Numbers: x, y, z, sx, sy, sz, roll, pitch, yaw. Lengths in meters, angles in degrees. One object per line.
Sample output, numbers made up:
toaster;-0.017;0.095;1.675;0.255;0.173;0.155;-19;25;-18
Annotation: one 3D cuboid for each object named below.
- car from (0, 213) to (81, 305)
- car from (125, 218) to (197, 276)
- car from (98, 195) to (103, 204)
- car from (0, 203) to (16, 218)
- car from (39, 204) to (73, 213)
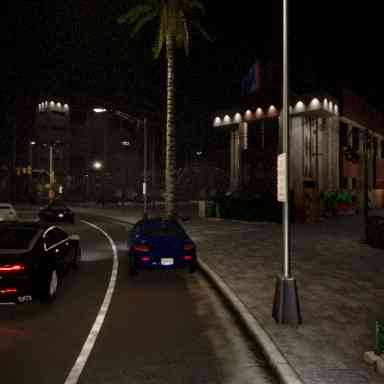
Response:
car;-3.959;1.503;8.034;1.837;1.490;4.892;0;0;-9
car;-1.073;1.524;10.346;1.812;1.442;4.674;0;0;-12
car;-14.576;1.238;56.454;4.553;1.767;2.185;0;0;42
car;-13.334;1.512;23.148;1.812;1.442;4.674;0;0;-32
car;-9.896;1.553;24.144;1.994;1.385;4.181;0;0;-31
